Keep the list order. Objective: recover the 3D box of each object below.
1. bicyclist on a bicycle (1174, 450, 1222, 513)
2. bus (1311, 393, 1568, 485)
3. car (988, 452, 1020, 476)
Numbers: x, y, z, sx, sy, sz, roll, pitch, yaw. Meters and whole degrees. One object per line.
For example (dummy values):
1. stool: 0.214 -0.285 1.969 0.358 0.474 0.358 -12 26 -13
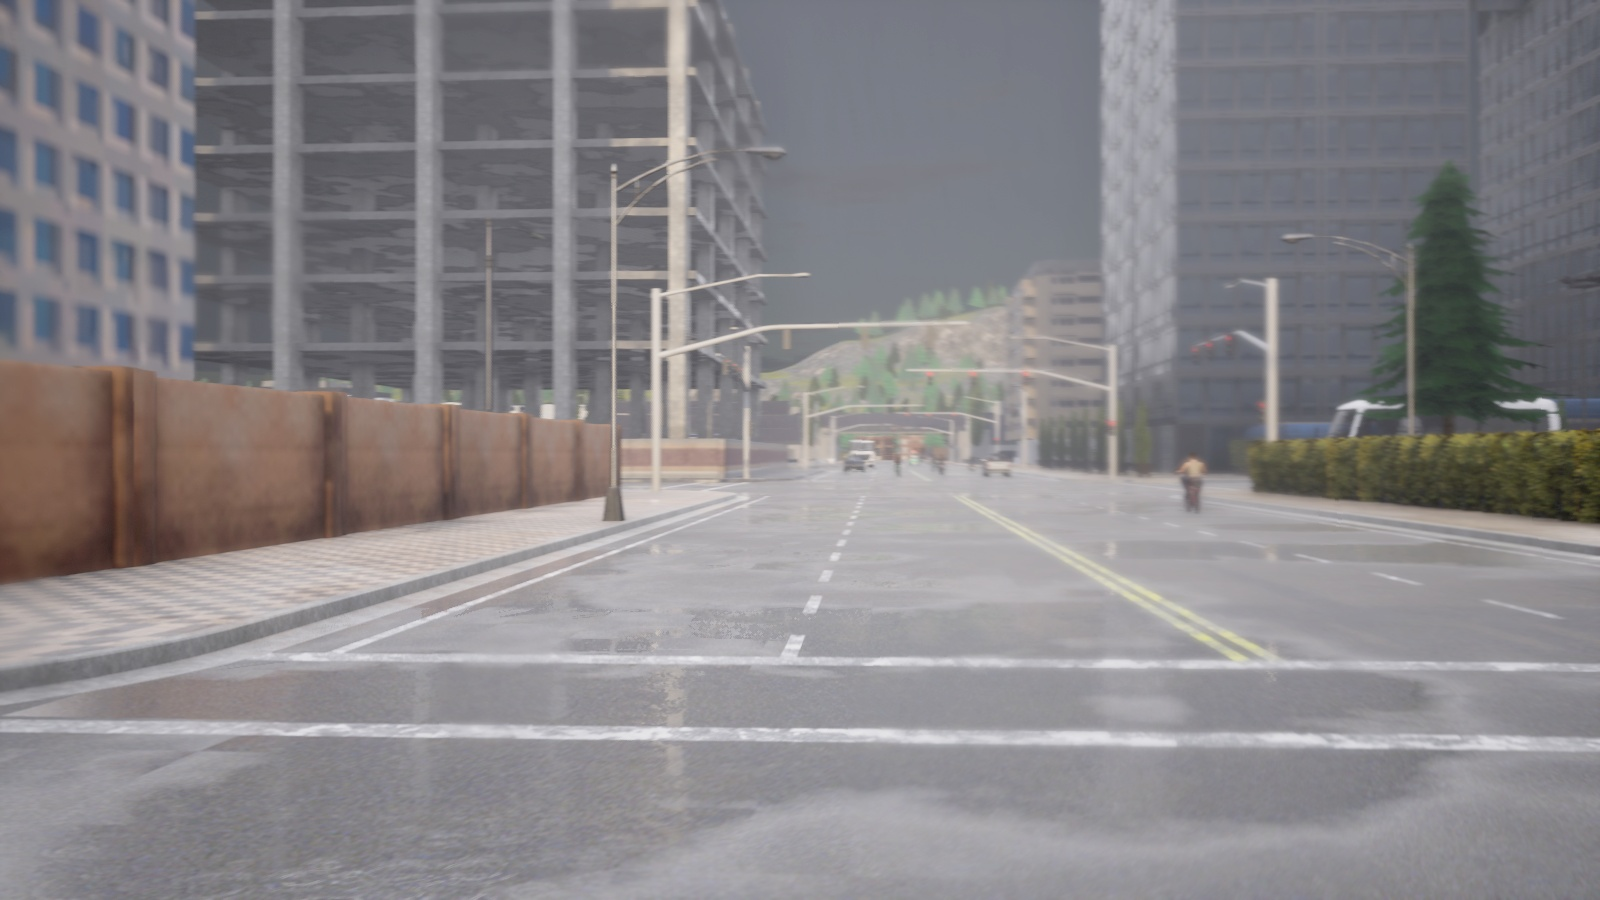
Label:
1. bicyclist on a bicycle: 10.343 0.804 32.661 0.866 1.612 1.509 0 0 4
2. bus: 30.501 -0.482 60.326 10.273 4.253 3.944 0 0 4
3. car: 14.339 0.989 88.436 1.851 1.617 3.988 0 0 4
